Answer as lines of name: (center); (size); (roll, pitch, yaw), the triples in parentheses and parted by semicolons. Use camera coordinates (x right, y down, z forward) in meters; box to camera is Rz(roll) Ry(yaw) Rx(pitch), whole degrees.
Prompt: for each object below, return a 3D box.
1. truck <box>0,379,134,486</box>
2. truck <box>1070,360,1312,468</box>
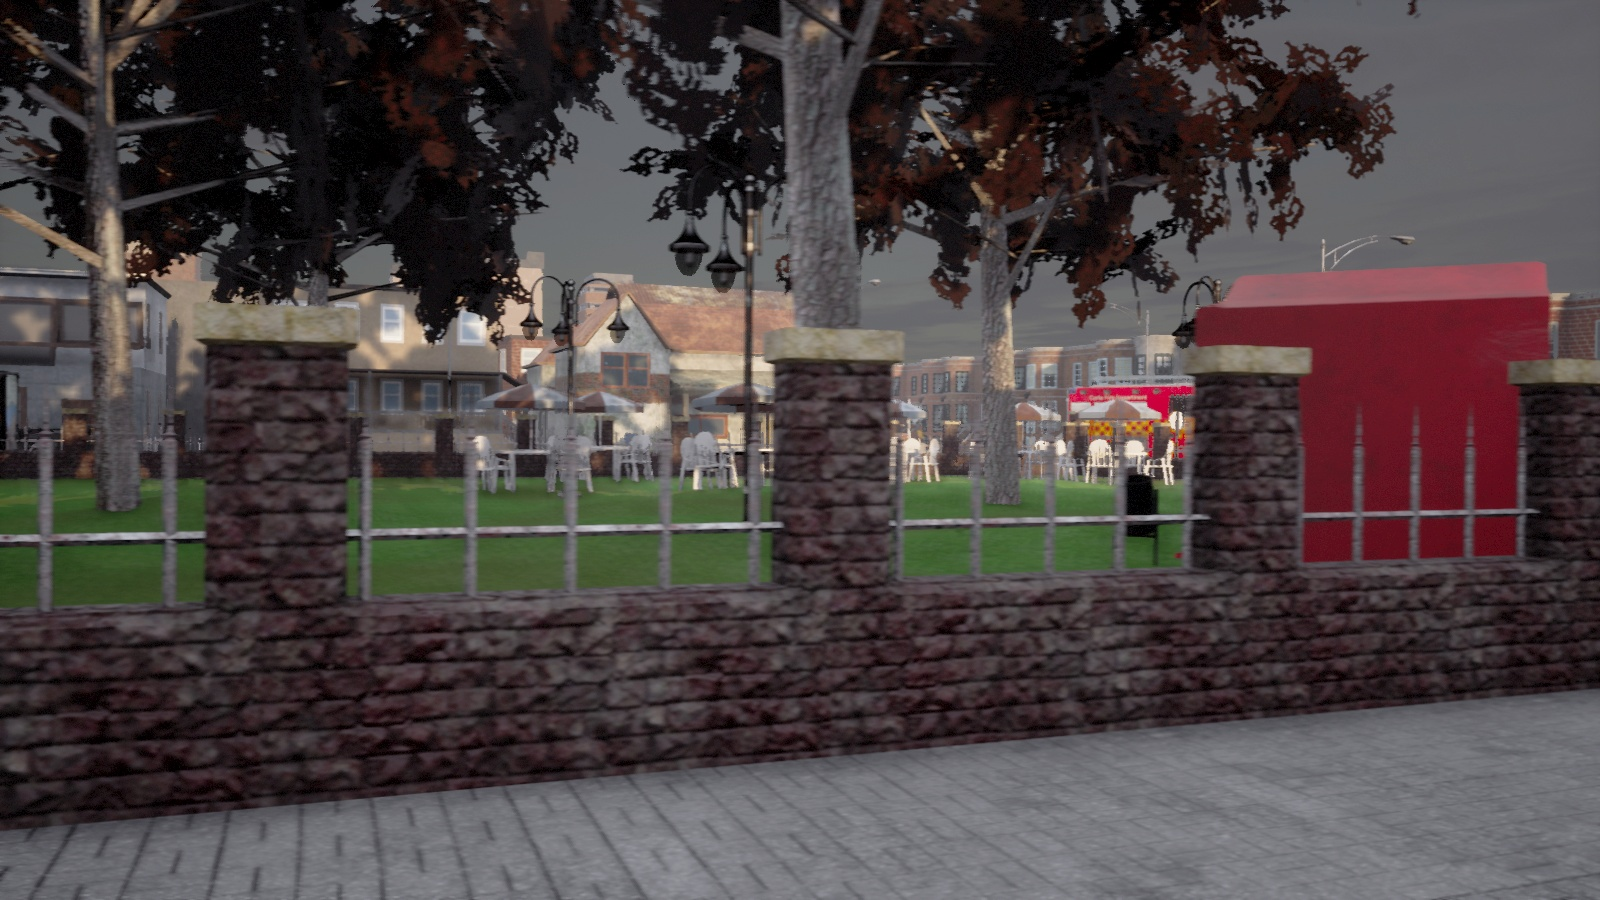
truck: (-26.944, -0.575, 41.962); (7.936, 3.462, 2.891); (-1, 1, -20)
truck: (14.957, -1.318, 48.568); (8.468, 3.827, 2.891); (0, 1, 40)
